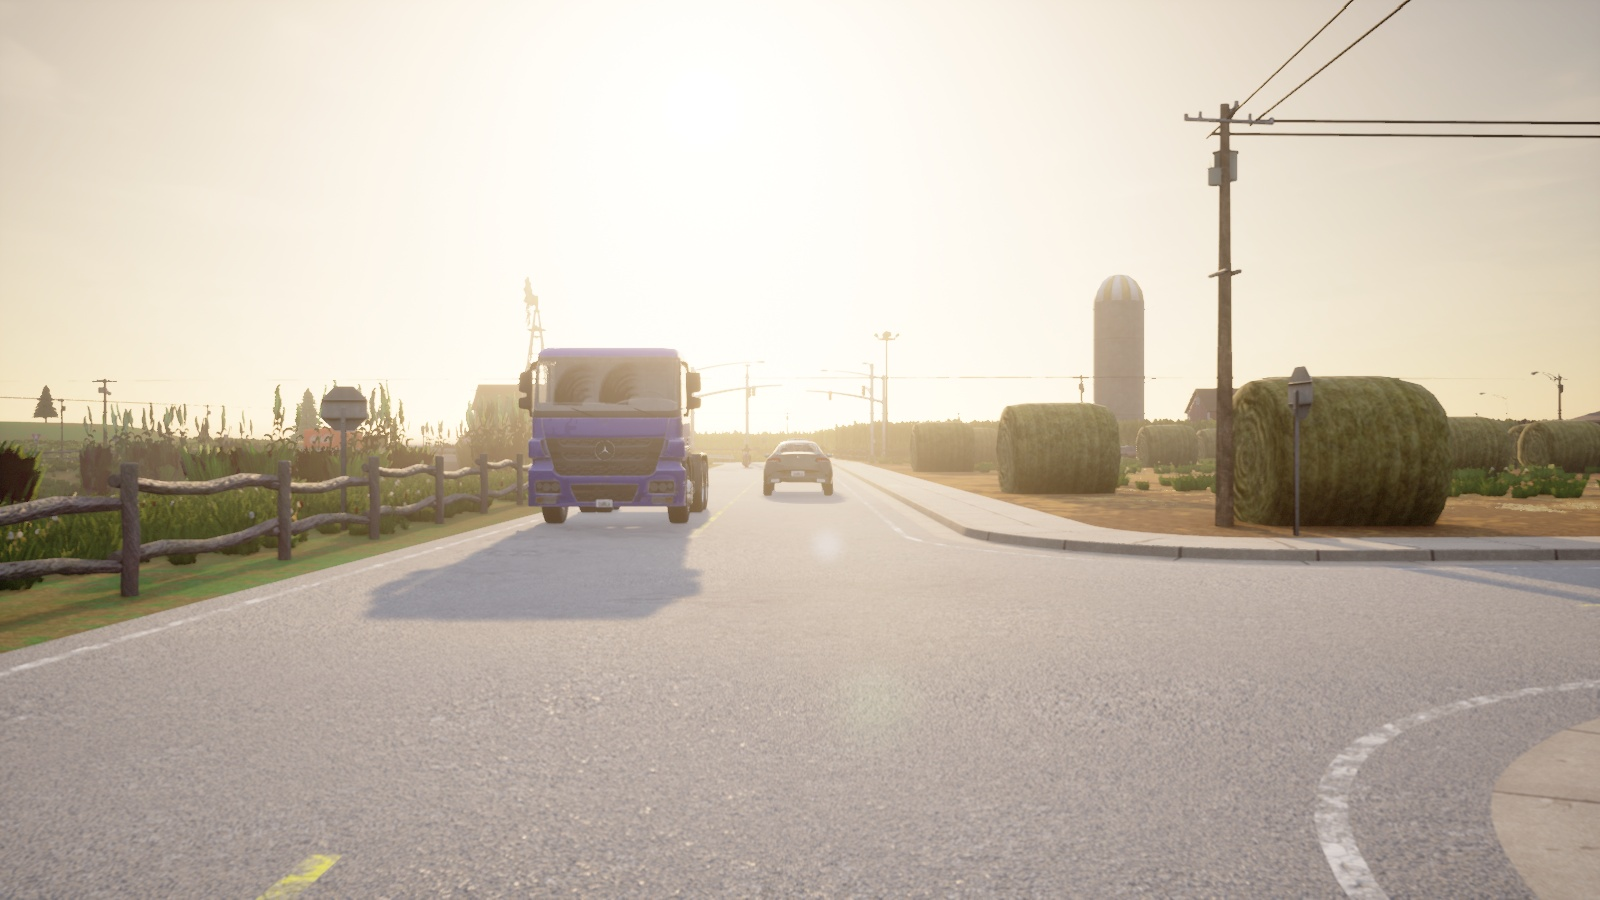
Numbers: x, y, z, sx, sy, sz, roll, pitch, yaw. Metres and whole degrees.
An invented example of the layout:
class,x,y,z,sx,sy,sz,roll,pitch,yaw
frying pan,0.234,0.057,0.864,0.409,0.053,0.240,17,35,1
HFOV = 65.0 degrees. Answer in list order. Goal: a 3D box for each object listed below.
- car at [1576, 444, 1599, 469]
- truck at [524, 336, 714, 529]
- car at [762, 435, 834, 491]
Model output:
class,x,y,z,sx,sy,sz,roll,pitch,yaw
car,53.538,0.436,82.363,2.033,1.649,4.856,0,0,-4
truck,-3.527,-0.332,26.517,2.891,3.462,7.936,0,0,0
car,-0.059,0.384,39.749,2.152,1.651,5.027,0,0,0
